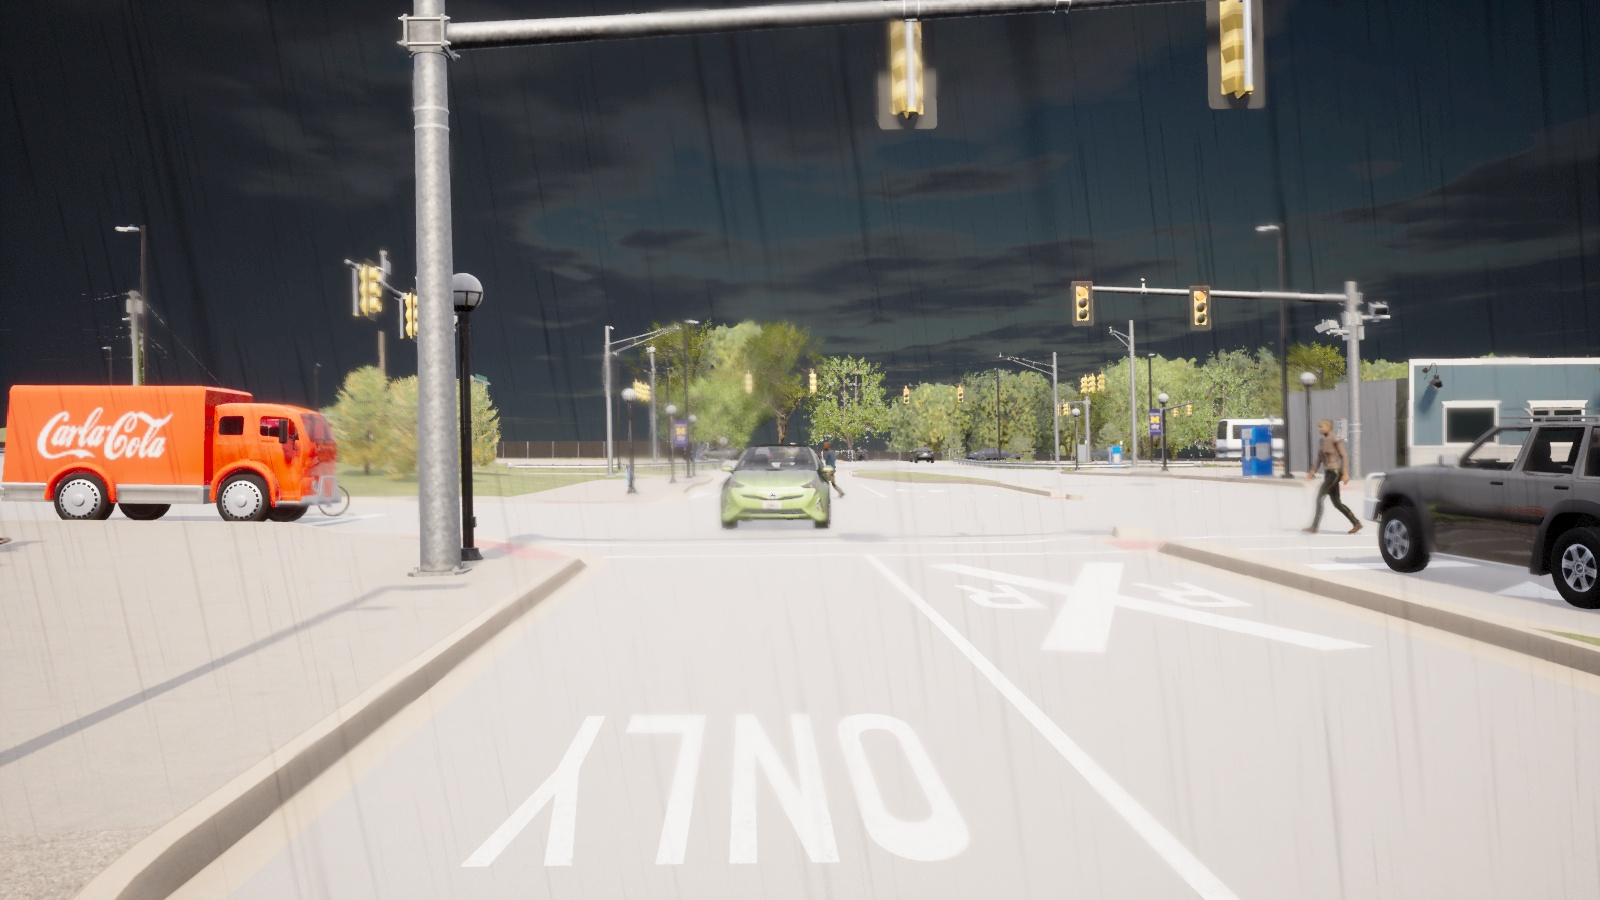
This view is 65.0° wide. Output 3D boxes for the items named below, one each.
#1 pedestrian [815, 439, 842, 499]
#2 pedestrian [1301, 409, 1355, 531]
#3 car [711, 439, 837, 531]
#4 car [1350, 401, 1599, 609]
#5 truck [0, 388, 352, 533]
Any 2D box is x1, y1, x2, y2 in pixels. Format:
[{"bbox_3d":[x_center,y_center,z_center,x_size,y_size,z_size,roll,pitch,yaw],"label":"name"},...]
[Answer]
[{"bbox_3d":[0.882,0.600,39.004,0.726,1.835,0.370,-2,-1,-4],"label":"pedestrian"},{"bbox_3d":[8.084,0.304,19.233,0.634,1.846,0.331,-2,-1,-1],"label":"pedestrian"},{"bbox_3d":[-0.369,0.609,23.285,2.007,1.525,4.514,-1,-1,3],"label":"car"},{"bbox_3d":[7.886,0.437,13.016,1.932,1.855,4.605,-1,1,-7],"label":"car"},{"bbox_3d":[-11.175,0.198,22.732,5.204,2.467,2.627,0,-1,-2],"label":"truck"}]
